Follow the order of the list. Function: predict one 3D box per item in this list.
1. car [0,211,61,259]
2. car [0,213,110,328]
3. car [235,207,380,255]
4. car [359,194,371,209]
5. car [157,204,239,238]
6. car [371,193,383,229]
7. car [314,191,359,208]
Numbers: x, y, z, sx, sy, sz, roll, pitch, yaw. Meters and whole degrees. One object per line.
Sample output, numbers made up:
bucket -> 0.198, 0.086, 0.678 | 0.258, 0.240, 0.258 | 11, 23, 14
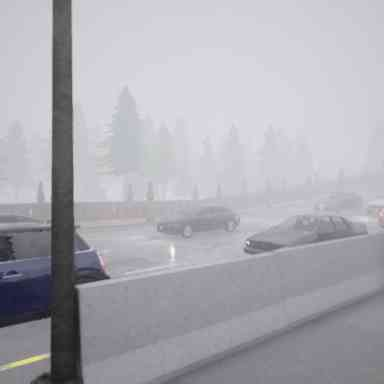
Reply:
car -> -7.364, 1.514, 11.599 | 4.892, 1.490, 1.837 | 0, 0, -38
car -> -3.766, 1.354, 5.534 | 4.553, 1.767, 2.097 | 0, 0, -38
car -> 4.231, 1.492, 11.698 | 5.357, 1.411, 2.033 | -1, 1, -38
car -> 14.094, 0.730, 23.562 | 4.674, 1.442, 1.812 | -6, 3, -37
car -> 0.429, 1.442, 17.602 | 4.892, 1.490, 1.837 | -1, 1, -37
car -> 11.694, 0.943, 17.423 | 4.553, 1.767, 2.097 | -4, 2, -37
car -> 11.507, 0.736, 26.092 | 4.902, 1.511, 2.128 | -6, 4, -37
